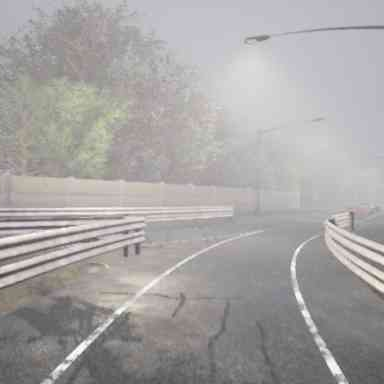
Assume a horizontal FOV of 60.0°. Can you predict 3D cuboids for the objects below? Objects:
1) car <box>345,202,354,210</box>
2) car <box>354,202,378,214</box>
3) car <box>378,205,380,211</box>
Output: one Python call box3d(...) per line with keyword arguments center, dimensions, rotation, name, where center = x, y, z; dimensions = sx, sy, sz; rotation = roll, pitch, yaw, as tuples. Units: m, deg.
box3d(center=(29.957, 2.701, 62.262), dimensions=(1.837, 1.490, 4.892), rotation=(1, -1, 34), name="car")
box3d(center=(27.098, 2.460, 51.821), dimensions=(2.097, 1.767, 4.553), rotation=(1, -1, 34), name="car")
box3d(center=(32.437, 2.748, 59.692), dimensions=(1.882, 1.535, 5.008), rotation=(1, -1, 34), name="car")
